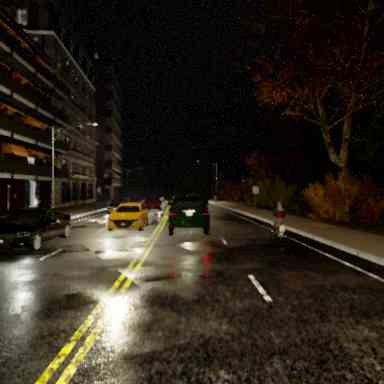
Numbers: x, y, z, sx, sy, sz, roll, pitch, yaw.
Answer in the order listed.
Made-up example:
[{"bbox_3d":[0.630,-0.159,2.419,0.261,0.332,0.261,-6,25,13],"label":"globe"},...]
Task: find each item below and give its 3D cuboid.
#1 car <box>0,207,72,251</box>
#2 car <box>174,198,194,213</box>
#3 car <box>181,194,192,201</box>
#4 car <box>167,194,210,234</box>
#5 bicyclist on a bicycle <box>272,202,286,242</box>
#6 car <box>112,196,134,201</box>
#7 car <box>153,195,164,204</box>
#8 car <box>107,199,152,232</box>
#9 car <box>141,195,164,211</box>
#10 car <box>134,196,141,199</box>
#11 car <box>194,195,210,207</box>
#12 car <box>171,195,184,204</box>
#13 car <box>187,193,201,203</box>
[{"bbox_3d":[-6.790,1.437,14.226,1.882,1.535,5.008,0,1,0],"label":"car"},{"bbox_3d":[-0.995,1.428,37.369,2.033,1.411,5.357,0,0,-3],"label":"car"},{"bbox_3d":[-1.264,1.268,77.802,2.033,1.411,5.357,0,0,-7],"label":"car"},{"bbox_3d":[-0.214,1.164,18.865,2.150,2.045,5.566,0,0,-2],"label":"car"},{"bbox_3d":[3.929,1.323,15.161,0.659,1.776,1.843,0,0,-1],"label":"bicyclist on a bicycle"},{"bbox_3d":[-7.553,1.402,34.633,1.837,1.490,4.892,0,0,-3],"label":"car"},{"bbox_3d":[-6.006,1.335,60.242,1.812,1.442,4.674,0,0,-5],"label":"car"},{"bbox_3d":[-3.701,1.419,19.929,1.882,1.535,5.008,0,0,-2],"label":"car"},{"bbox_3d":[-4.543,1.356,38.973,1.882,1.535,5.008,0,0,-3],"label":"car"},{"bbox_3d":[-8.623,1.328,51.886,2.128,1.511,4.902,0,0,-4],"label":"car"},{"bbox_3d":[1.425,1.314,49.273,1.882,1.535,5.008,0,0,-4],"label":"car"},{"bbox_3d":[-2.601,1.293,59.501,2.128,1.511,4.902,0,0,-5],"label":"car"},{"bbox_3d":[0.332,1.138,62.586,2.097,1.767,4.553,0,0,-5],"label":"car"}]
